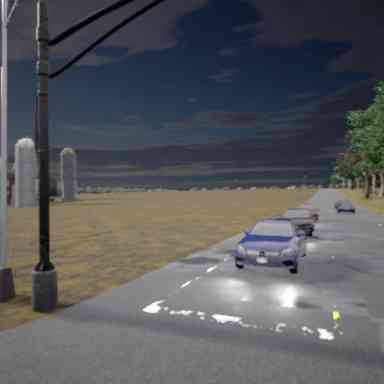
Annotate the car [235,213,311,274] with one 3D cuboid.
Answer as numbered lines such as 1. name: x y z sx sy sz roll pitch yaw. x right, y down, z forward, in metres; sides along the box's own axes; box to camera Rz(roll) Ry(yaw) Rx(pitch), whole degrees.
1. car: 2.877 1.679 11.470 1.812 1.442 4.674 0 -1 23

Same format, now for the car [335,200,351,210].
1. car: 23.019 1.914 50.881 1.994 1.385 4.181 0 0 22

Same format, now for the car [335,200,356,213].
1. car: 19.241 1.893 41.625 1.994 1.385 4.181 0 0 21

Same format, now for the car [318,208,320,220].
1. car: 10.245 1.771 29.449 1.882 1.535 5.008 0 0 22

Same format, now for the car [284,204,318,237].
1. car: 6.364 1.711 19.993 1.882 1.535 5.008 0 -1 22
